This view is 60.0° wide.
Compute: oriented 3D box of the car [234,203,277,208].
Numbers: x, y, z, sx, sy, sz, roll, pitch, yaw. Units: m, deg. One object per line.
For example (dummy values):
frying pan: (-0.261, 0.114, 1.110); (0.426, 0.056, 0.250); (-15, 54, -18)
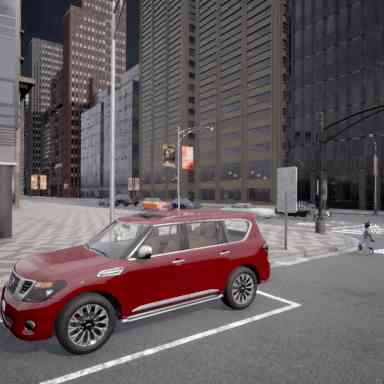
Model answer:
car: (4.708, 1.636, 28.112); (1.895, 1.301, 4.718); (1, -1, -36)

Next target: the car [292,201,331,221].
car: (9.058, 1.540, 27.632); (2.128, 1.511, 4.902); (1, -1, -36)

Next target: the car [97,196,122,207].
car: (-13.796, 1.730, 53.960); (2.033, 1.411, 5.357); (1, -1, -36)

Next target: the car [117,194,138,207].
car: (-11.010, 1.394, 55.651); (2.150, 2.045, 5.566); (1, -1, -36)

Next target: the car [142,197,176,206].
car: (-4.327, 1.447, 40.666); (2.097, 1.767, 4.553); (1, 0, -36)

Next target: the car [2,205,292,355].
car: (-0.672, 1.315, 6.290); (5.009, 1.841, 2.192); (0, 0, -36)

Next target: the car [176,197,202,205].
car: (-0.694, 1.464, 41.177); (2.097, 1.767, 4.553); (1, 0, -36)

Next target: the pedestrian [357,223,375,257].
pedestrian: (6.169, 1.297, 11.638); (0.375, 1.860, 0.375); (1, 0, -36)
